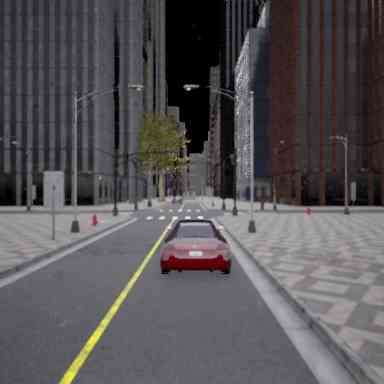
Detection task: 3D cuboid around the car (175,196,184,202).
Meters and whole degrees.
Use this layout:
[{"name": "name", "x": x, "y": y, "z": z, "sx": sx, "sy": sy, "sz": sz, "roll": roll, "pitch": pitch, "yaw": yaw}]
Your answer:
[{"name": "car", "x": -2.995, "y": 1.629, "z": 82.219, "sx": 1.994, "sy": 1.385, "sz": 4.181, "roll": 0, "pitch": 0, "yaw": 0}]

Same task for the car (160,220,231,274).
[{"name": "car", "x": 0.101, "y": 1.574, "z": 10.660, "sx": 1.994, "sy": 1.385, "sz": 4.181, "roll": 0, "pitch": 0, "yaw": 0}]

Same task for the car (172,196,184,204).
[{"name": "car", "x": -3.008, "y": 1.640, "z": 66.103, "sx": 1.812, "sy": 1.442, "sz": 4.674, "roll": 0, "pitch": 0, "yaw": 0}]
